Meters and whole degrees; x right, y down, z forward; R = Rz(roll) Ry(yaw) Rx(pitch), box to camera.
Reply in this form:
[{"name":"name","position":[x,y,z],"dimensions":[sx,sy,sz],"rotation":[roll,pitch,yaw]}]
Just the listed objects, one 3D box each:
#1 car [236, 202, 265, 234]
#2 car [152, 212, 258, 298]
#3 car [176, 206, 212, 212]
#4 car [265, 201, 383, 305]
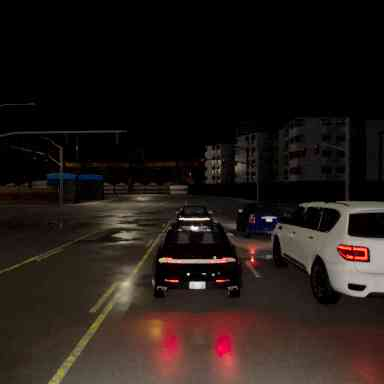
[{"name":"car","position":[3.613,1.328,17.676],"dimensions":[2.097,1.767,4.553],"rotation":[0,0,0]},{"name":"car","position":[0.104,1.499,8.541],"dimensions":[2.128,1.511,4.902],"rotation":[0,0,0]},{"name":"car","position":[0.115,1.473,17.953],"dimensions":[2.128,1.511,4.902],"rotation":[0,0,0]},{"name":"car","position":[3.596,1.220,8.252],"dimensions":[2.150,2.045,5.566],"rotation":[0,0,0]}]
